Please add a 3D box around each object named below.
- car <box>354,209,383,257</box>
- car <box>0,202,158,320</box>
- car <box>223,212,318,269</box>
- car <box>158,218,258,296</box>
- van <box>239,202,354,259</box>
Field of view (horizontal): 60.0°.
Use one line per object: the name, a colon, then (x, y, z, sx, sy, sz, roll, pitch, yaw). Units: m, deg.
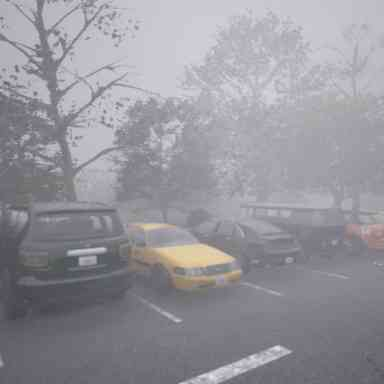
car: (5.741, 1.532, 14.139, 2.185, 1.767, 4.553, 1, -1, -36)
car: (-3.299, 1.245, 7.743, 2.435, 2.045, 5.566, 1, 0, -36)
car: (1.220, 1.574, 10.934, 2.231, 1.521, 4.892, 1, -1, -36)
car: (-0.926, 1.530, 9.179, 1.946, 1.575, 5.366, 1, -1, -36)
van: (3.404, 1.390, 12.649, 1.878, 1.987, 4.442, 1, -1, -36)
